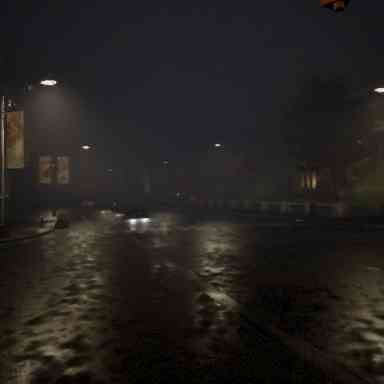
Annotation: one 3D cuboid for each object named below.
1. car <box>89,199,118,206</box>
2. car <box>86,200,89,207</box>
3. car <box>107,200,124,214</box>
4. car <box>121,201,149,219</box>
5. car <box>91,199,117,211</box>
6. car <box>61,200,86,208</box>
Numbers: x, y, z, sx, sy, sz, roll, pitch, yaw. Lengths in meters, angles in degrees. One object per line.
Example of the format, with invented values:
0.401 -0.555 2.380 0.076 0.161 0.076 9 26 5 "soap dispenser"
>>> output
-16.658 2.340 62.690 4.902 1.511 2.128 -1 -1 45 "car"
-23.101 2.474 71.863 4.674 1.442 1.812 -1 -1 26 "car"
-9.658 2.135 44.793 2.033 1.411 5.357 0 -1 -23 "car"
-5.880 2.009 35.037 1.994 1.385 4.181 0 -1 -21 "car"
-14.367 2.212 54.179 1.882 1.535 5.008 0 -1 -34 "car"
-24.890 2.467 68.854 4.674 1.442 1.812 -1 -1 26 "car"
